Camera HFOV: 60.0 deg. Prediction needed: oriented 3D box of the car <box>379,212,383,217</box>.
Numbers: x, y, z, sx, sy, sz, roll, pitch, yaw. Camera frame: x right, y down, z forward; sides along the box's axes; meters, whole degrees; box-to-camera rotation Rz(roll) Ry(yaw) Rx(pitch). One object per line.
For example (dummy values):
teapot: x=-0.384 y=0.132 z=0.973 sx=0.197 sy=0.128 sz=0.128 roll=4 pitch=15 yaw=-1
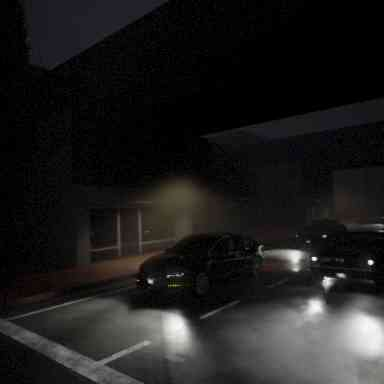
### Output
car: x=21.220 y=2.533 z=35.136 sx=1.837 sy=1.490 sz=4.892 roll=-5 pitch=-4 yaw=40

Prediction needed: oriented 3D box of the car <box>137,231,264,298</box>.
car: x=0.496 y=2.032 z=10.223 sx=1.837 sy=1.490 sz=4.892 roll=-5 pitch=-4 yaw=39

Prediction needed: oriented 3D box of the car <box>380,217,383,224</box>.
car: x=12.137 y=2.130 z=18.784 sx=1.895 sy=1.301 sz=4.718 roll=-5 pitch=-4 yaw=40

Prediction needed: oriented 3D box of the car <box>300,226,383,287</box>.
car: x=5.399 y=1.966 z=10.656 sx=1.895 sy=1.301 sz=4.718 roll=-5 pitch=-4 yaw=40

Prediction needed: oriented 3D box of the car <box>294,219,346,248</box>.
car: x=7.246 y=2.217 z=18.346 sx=1.812 sy=1.442 sz=4.674 roll=-5 pitch=-4 yaw=40
